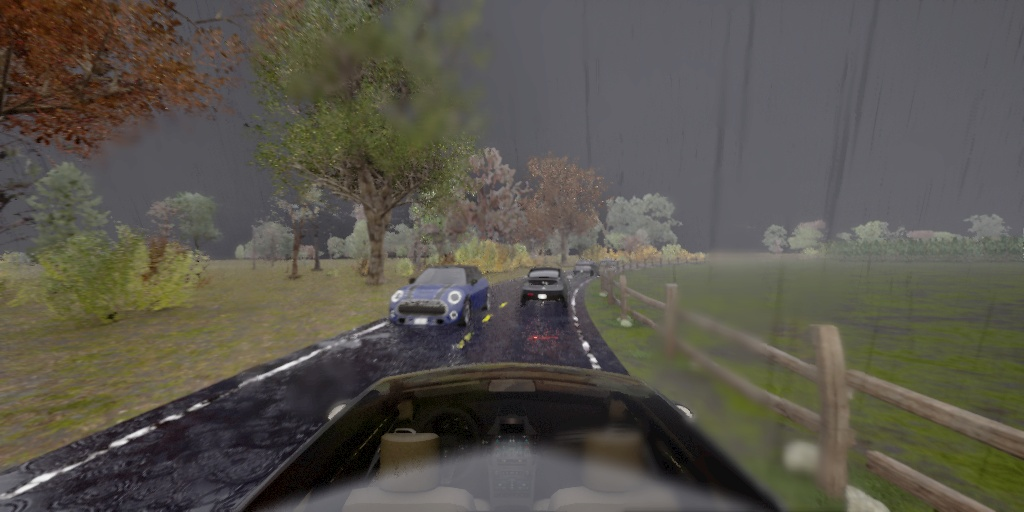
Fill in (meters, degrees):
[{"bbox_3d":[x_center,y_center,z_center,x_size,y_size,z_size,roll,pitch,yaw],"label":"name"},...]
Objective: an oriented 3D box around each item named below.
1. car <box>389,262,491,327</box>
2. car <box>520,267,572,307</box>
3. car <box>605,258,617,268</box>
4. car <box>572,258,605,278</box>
[{"bbox_3d":[-2.041,1.058,11.320,2.097,1.767,4.553,0,0,7],"label":"car"},{"bbox_3d":[1.509,1.219,15.414,1.837,1.490,4.892,0,0,10],"label":"car"},{"bbox_3d":[13.753,1.038,51.762,1.994,1.385,4.181,1,1,36],"label":"car"},{"bbox_3d":[7.191,1.137,34.319,2.128,1.511,4.902,0,0,23],"label":"car"}]
